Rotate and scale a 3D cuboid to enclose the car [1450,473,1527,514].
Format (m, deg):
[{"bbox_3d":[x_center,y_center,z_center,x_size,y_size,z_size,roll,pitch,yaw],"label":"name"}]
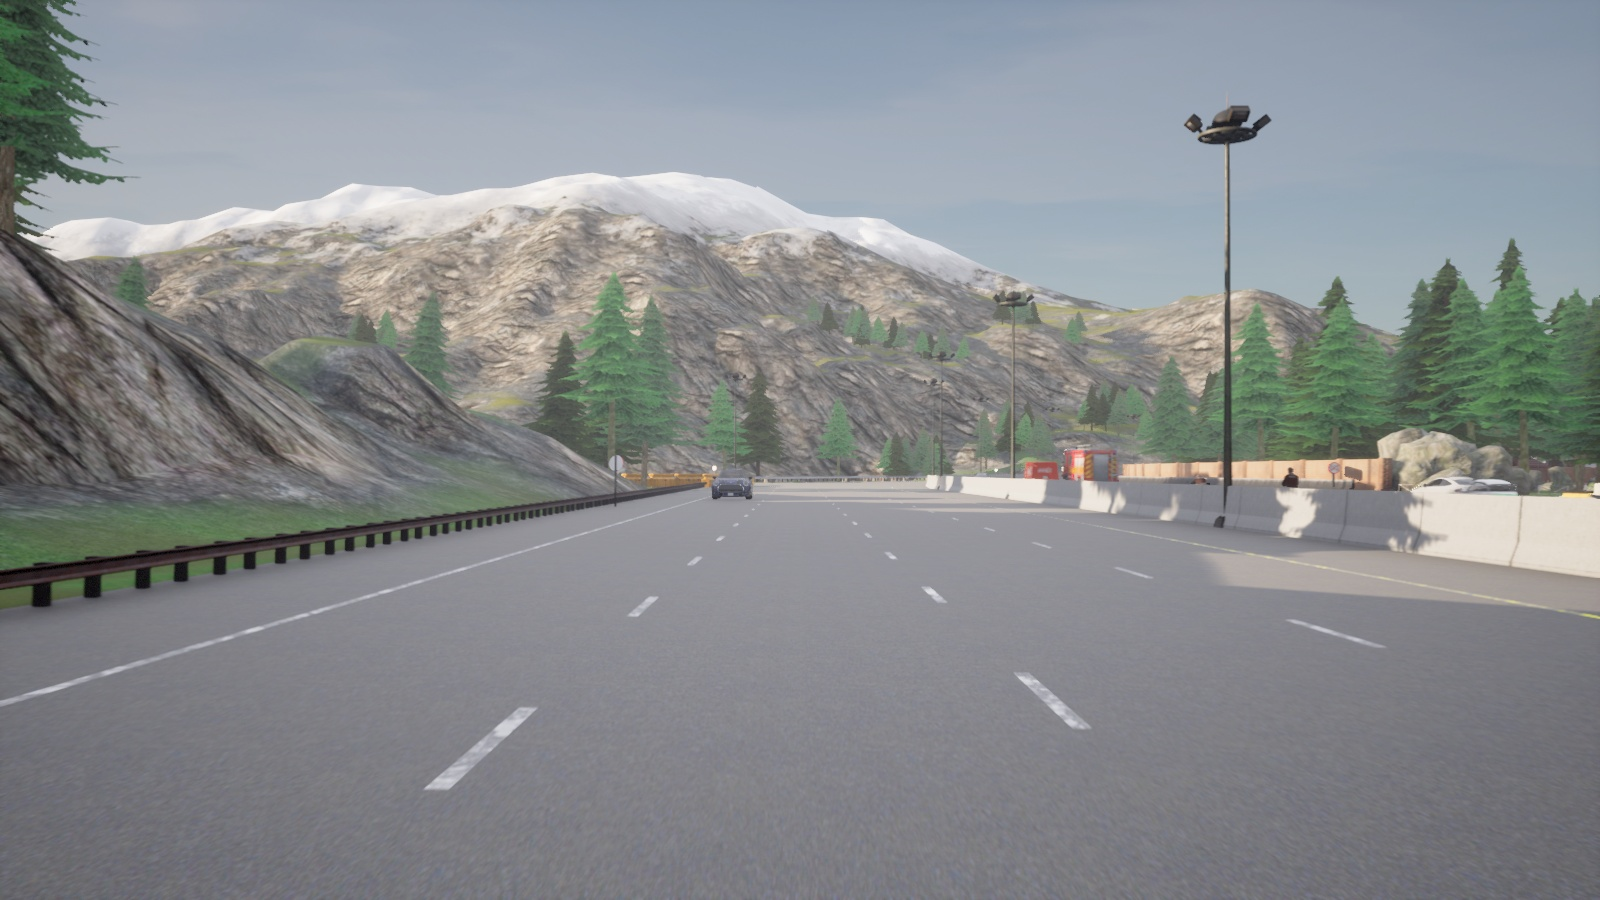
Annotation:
[{"bbox_3d":[24.392,1.517,44.557,1.481,1.376,2.207,0,0,0],"label":"car"}]

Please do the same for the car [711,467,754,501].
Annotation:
[{"bbox_3d":[-3.667,1.839,68.775,2.097,1.767,4.553,0,-1,0],"label":"car"}]

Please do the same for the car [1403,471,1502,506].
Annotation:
[{"bbox_3d":[27.871,1.630,53.823,1.812,1.442,4.674,0,-1,0],"label":"car"}]
